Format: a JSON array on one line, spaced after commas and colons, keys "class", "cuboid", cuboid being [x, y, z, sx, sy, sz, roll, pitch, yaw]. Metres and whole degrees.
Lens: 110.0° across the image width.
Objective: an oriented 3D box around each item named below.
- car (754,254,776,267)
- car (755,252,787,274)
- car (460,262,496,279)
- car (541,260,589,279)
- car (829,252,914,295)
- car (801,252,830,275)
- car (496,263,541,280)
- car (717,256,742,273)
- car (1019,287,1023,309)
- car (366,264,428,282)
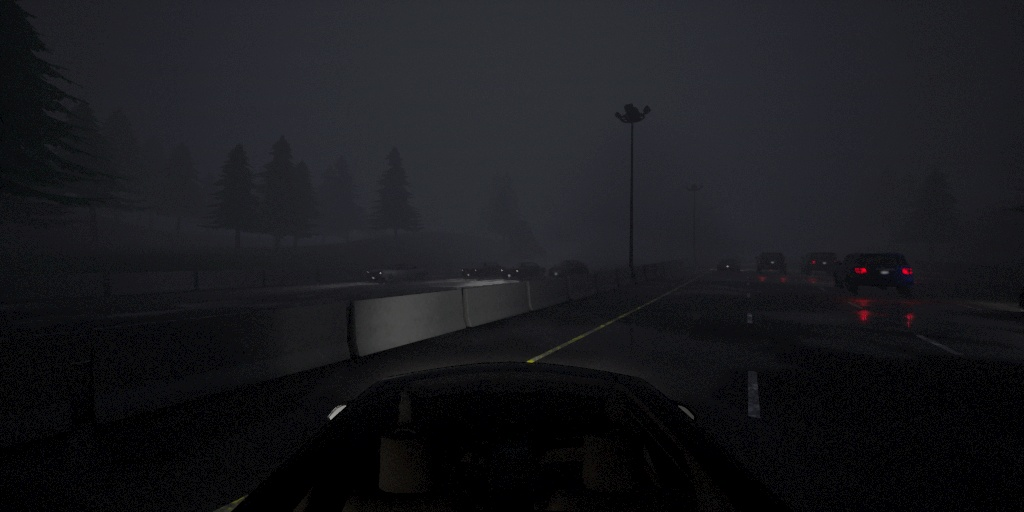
[{"class": "car", "cuboid": [33.011, 0.583, 46.879, 2.128, 1.511, 4.902, 0, 1, 33]}, {"class": "car", "cuboid": [24.831, 0.628, 34.398, 2.150, 2.045, 5.566, 0, 1, 33]}, {"class": "car", "cuboid": [-2.397, 1.233, 31.489, 1.895, 1.301, 4.718, 0, 1, 33]}, {"class": "car", "cuboid": [4.724, 1.104, 29.568, 2.128, 1.511, 4.902, 0, 1, 34]}, {"class": "car", "cuboid": [18.965, 0.855, 19.050, 2.150, 2.045, 5.566, 0, 0, 33]}, {"class": "car", "cuboid": [27.541, 0.638, 32.148, 2.150, 2.045, 5.566, 0, 1, 33]}, {"class": "car", "cuboid": [0.988, 1.226, 30.264, 1.895, 1.301, 4.718, 0, 1, 33]}, {"class": "car", "cuboid": [22.282, 0.956, 36.898, 1.994, 1.385, 4.181, 0, 1, 33]}, {"class": "car", "cuboid": [17.433, 1.058, 10.311, 2.097, 1.767, 4.553, 0, 0, 33]}, {"class": "car", "cuboid": [-8.896, 1.285, 27.975, 1.895, 1.301, 4.718, 0, 0, 33]}]
